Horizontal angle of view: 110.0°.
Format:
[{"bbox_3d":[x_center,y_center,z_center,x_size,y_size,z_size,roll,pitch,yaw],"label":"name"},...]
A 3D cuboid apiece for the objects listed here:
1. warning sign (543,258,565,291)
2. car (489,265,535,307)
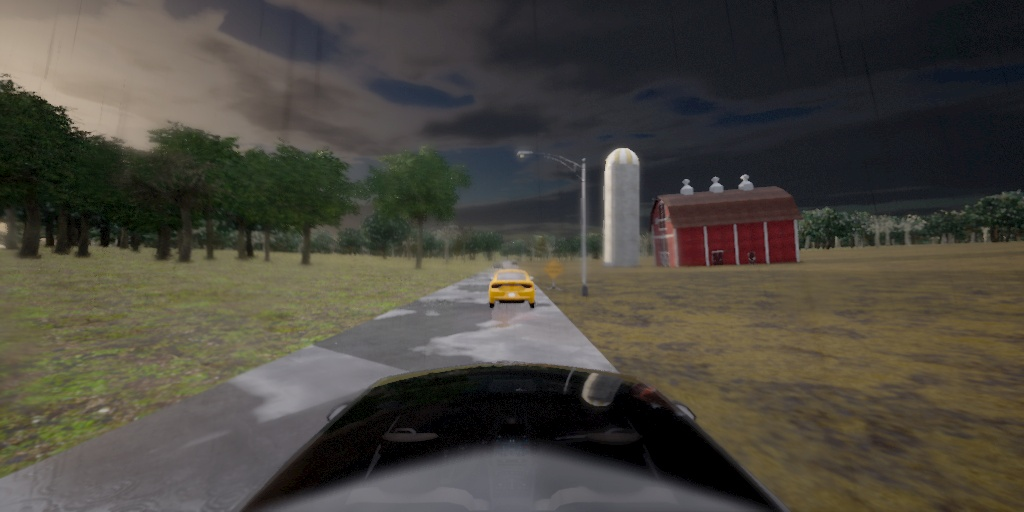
[{"bbox_3d":[2.444,1.052,21.099,1.300,1.860,1.060,0,0,0],"label":"warning sign"},{"bbox_3d":[0.003,1.367,16.339,1.882,1.535,5.008,0,0,0],"label":"car"}]
